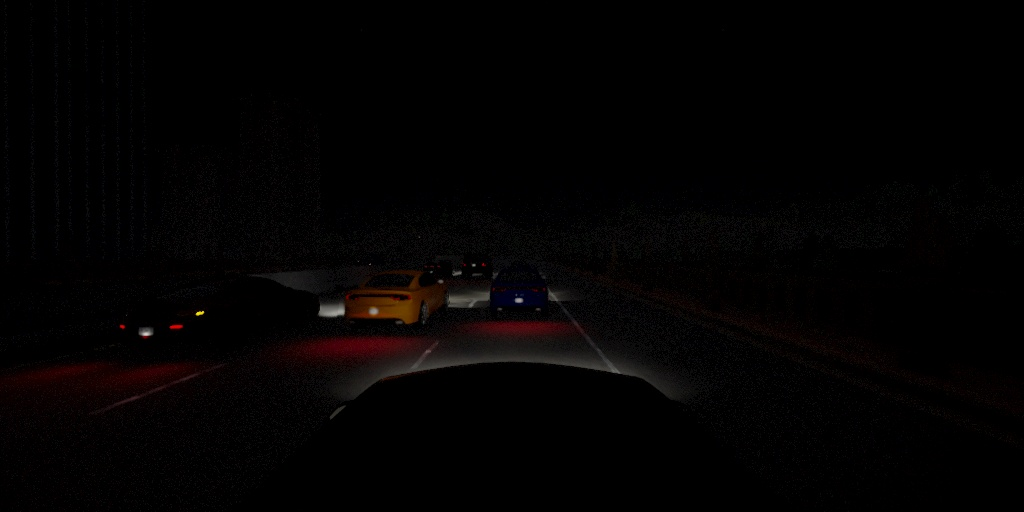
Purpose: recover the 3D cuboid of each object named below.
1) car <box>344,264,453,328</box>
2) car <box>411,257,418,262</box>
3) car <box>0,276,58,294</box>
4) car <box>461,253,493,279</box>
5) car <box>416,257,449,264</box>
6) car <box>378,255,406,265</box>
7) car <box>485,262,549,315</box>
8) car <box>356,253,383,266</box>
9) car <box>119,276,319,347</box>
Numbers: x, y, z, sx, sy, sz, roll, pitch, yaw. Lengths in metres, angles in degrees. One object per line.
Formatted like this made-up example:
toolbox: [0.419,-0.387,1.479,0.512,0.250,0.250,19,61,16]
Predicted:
car: [-3.283,1.164,11.098,1.882,1.535,5.008,0,0,1]
car: [-13.042,0.895,51.522,1.882,1.535,5.008,0,0,2]
car: [-14.032,1.202,8.336,1.837,1.490,4.892,0,0,1]
car: [-2.871,0.785,30.170,2.150,2.045,5.566,0,0,1]
car: [-6.353,1.047,31.017,2.128,1.511,4.902,0,0,1]
car: [-16.558,0.967,50.829,2.033,1.411,5.357,0,0,2]
car: [0.256,1.154,13.145,1.882,1.535,5.008,0,0,1]
car: [-20.051,0.635,51.114,2.150,2.045,5.566,0,1,2]
car: [-6.818,1.224,9.019,1.812,1.442,4.674,0,0,1]
